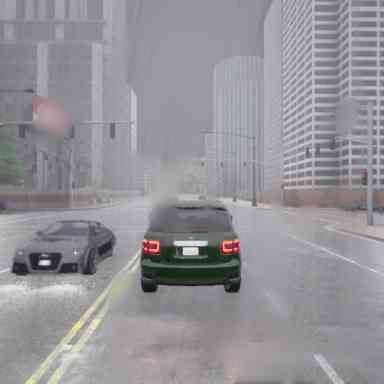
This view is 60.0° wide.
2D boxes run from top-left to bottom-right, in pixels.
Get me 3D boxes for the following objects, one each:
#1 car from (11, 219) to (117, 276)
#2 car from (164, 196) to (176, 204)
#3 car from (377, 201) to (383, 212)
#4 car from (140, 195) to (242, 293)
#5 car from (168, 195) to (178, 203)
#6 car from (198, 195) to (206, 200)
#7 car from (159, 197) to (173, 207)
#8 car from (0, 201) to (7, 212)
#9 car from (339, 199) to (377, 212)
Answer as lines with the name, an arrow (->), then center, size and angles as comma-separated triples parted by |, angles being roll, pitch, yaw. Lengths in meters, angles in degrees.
car -> -3.655, 1.564, 10.235 | 1.994, 1.385, 4.181 | 0, 0, 0
car -> -4.083, 1.525, 62.595 | 1.812, 1.442, 4.674 | 0, 0, 0
car -> 22.133, 1.477, 33.917 | 5.008, 1.535, 1.882 | 0, 0, -1
car -> -0.021, 1.221, 9.015 | 2.150, 2.045, 5.566 | 0, 0, 0
car -> -4.116, 1.478, 73.052 | 1.882, 1.535, 5.008 | 0, 0, 0
car -> 2.733, 1.500, 90.625 | 1.837, 1.490, 4.892 | 0, 0, 0
car -> -4.023, 1.505, 52.366 | 1.837, 1.490, 4.892 | 0, 0, 0
car -> -23.225, 1.477, 36.785 | 5.008, 1.535, 1.882 | 0, 0, -1
car -> 19.464, 1.547, 37.382 | 5.357, 1.411, 2.033 | 0, 0, -1
